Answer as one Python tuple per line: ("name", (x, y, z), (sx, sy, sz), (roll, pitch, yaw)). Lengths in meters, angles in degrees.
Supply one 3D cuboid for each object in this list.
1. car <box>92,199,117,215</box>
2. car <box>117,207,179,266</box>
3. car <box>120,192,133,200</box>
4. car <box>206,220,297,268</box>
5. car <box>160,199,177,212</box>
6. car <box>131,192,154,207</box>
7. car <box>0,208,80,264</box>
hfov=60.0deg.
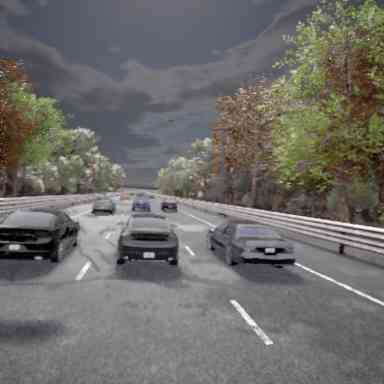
("car", (-8.341, 1.346, 31.884), (1.994, 1.385, 4.181), (3, 0, -9))
("car", (-1.564, 1.512, 11.659), (1.837, 1.490, 4.892), (3, 0, -9))
("car", (-15.988, 1.040, 79.812), (2.097, 1.767, 4.553), (3, 0, -9))
("car", (1.884, 1.748, 12.208), (2.033, 1.411, 5.357), (3, 0, -9))
("car", (-3.017, 1.636, 42.907), (1.882, 1.535, 5.008), (3, 0, -9))
("car", (-6.130, 1.318, 40.275), (2.097, 1.767, 4.553), (3, 0, -9))
("car", (-5.017, 1.288, 11.127), (1.882, 1.535, 5.008), (3, 0, -9))
